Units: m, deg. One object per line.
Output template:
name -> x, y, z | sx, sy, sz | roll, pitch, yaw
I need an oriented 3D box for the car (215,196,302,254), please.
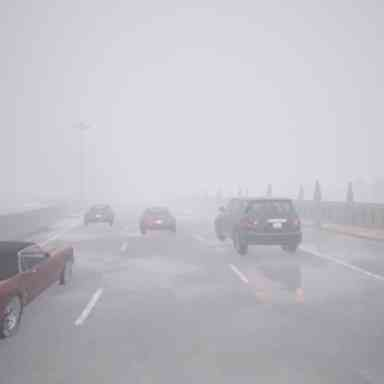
car -> 2.471, 1.192, 13.632 | 2.150, 2.045, 5.566 | 0, 0, -8

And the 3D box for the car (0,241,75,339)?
car -> -3.784, 1.606, 6.455 | 1.895, 1.301, 4.718 | 0, 0, -4

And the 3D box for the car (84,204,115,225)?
car -> -6.596, 1.555, 23.975 | 1.994, 1.385, 4.181 | 0, 0, -12

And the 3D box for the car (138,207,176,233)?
car -> -2.103, 1.544, 19.570 | 1.994, 1.385, 4.181 | 0, 0, -11

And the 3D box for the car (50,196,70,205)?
car -> -20.776, 1.495, 53.311 | 2.128, 1.511, 4.902 | 0, 0, -13

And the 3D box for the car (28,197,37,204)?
car -> -30.705, 1.621, 65.127 | 1.895, 1.301, 4.718 | 0, 0, -13

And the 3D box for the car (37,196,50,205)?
car -> -25.851, 1.493, 59.734 | 1.882, 1.535, 5.008 | 0, 0, -13
